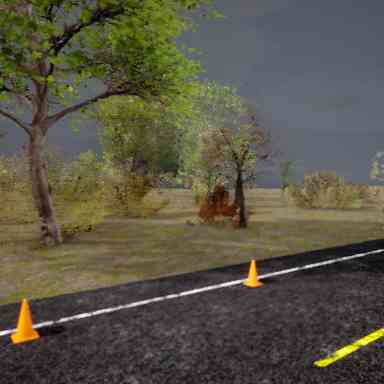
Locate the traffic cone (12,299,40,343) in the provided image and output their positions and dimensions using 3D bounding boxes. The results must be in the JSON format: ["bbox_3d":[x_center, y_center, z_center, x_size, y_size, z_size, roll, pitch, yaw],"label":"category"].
[{"bbox_3d":[-2.582,1.952,5.160,0.340,0.580,0.340,0,0,-36],"label":"traffic cone"}]

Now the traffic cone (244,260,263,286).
[{"bbox_3d":[1.490,1.935,8.062,0.340,0.580,0.340,0,0,-35],"label":"traffic cone"}]
